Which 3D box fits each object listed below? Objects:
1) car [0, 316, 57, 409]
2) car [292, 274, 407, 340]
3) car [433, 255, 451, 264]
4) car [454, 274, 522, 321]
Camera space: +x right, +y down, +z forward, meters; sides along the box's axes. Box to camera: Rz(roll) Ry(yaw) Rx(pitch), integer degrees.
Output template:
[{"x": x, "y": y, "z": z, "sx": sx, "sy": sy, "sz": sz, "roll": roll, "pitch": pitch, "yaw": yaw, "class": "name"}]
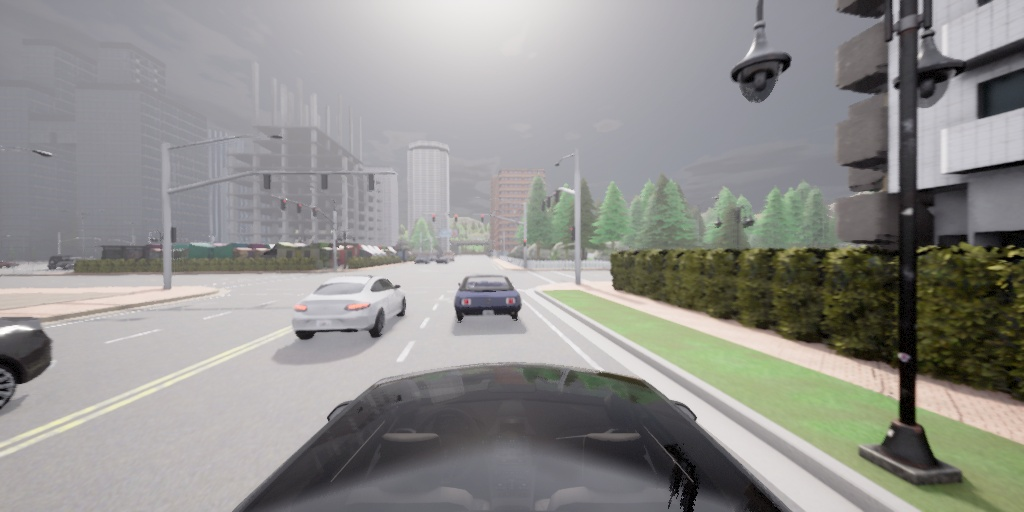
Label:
[{"x": -7.295, "y": 1.278, "z": 2.916, "sx": 2.128, "sy": 1.511, "sz": 4.902, "roll": 0, "pitch": 1, "yaw": -2, "class": "car"}, {"x": -4.158, "y": 1.223, "z": 9.786, "sx": 1.812, "sy": 1.442, "sz": 4.674, "roll": 0, "pitch": 1, "yaw": -6, "class": "car"}, {"x": -12.407, "y": 0.813, "z": 63.819, "sx": 1.895, "sy": 1.301, "sz": 4.718, "roll": 0, "pitch": 1, "yaw": -4, "class": "car"}, {"x": -0.874, "y": 1.254, "z": 12.026, "sx": 1.895, "sy": 1.301, "sz": 4.718, "roll": 0, "pitch": 1, "yaw": -6, "class": "car"}]
